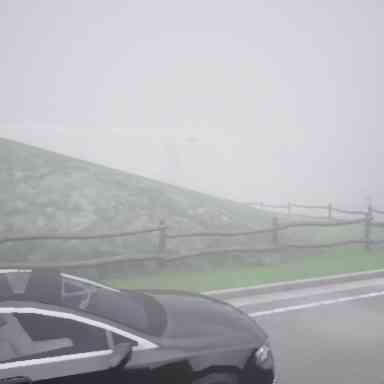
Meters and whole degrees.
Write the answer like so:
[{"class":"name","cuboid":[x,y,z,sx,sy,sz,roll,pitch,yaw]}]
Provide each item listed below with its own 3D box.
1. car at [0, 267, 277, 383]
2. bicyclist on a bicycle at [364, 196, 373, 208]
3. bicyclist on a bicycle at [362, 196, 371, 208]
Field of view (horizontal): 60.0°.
[{"class":"car","cuboid":[-1.538,1.492,2.955,4.902,1.511,2.128,0,0,-23]},{"class":"bicyclist on a bicycle","cuboid":[23.354,1.299,43.639,1.656,1.620,0.582,0,0,-43]},{"class":"bicyclist on a bicycle","cuboid":[23.048,1.299,43.963,1.656,1.620,0.582,0,0,-44]}]
